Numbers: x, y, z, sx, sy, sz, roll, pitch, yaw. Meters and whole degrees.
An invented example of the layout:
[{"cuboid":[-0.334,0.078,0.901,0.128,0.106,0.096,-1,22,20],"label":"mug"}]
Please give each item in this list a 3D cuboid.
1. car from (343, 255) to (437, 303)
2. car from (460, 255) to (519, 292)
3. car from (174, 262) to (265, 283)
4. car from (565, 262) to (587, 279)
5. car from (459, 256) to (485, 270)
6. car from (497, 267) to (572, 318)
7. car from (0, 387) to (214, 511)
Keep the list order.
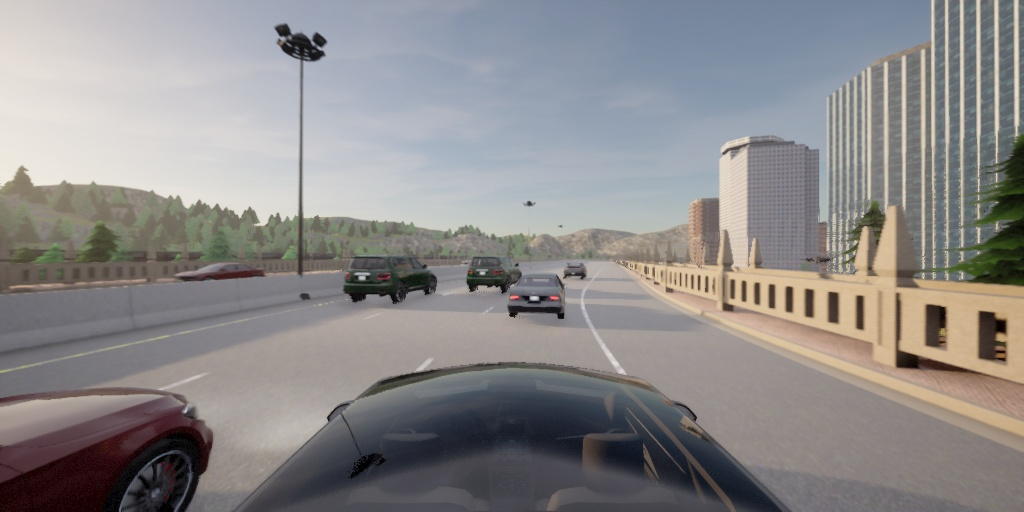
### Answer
[{"cuboid":[-5.424,0.964,16.718,2.150,2.045,5.566,0,0,10],"label":"car"},{"cuboid":[-0.934,0.991,21.226,2.150,2.045,5.566,0,0,13],"label":"car"},{"cuboid":[-18.601,1.182,23.082,1.882,1.535,5.008,0,0,12],"label":"car"},{"cuboid":[5.982,1.330,33.700,2.128,1.511,4.902,0,0,15],"label":"car"},{"cuboid":[-6.139,1.103,56.092,2.150,2.045,5.566,0,0,15],"label":"car"},{"cuboid":[1.035,1.310,13.125,2.033,1.411,5.357,0,0,9],"label":"car"},{"cuboid":[-3.314,1.259,0.922,1.812,1.442,4.674,0,0,-1],"label":"car"}]
